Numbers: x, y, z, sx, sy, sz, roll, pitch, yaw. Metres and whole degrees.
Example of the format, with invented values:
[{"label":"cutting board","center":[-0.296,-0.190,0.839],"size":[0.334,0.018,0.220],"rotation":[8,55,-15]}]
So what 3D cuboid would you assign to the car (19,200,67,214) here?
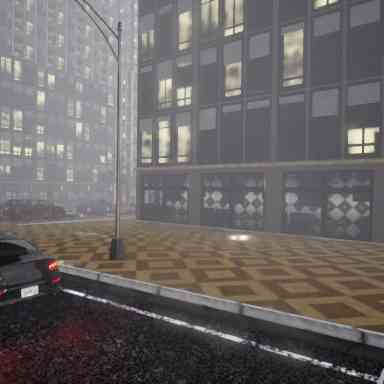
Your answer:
[{"label":"car","center":[-17.226,1.643,38.582],"size":[1.752,1.417,4.829],"rotation":[1,0,36]}]

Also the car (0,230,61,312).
[{"label":"car","center":[-4.630,1.522,6.976],"size":[4.674,1.442,1.812],"rotation":[0,0,35]}]

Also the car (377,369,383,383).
[{"label":"car","center":[3.259,1.353,1.362],"size":[4.553,1.767,2.097],"rotation":[0,0,35]}]

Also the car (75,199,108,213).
[{"label":"car","center":[-12.112,1.709,41.137],"size":[1.837,1.490,4.892],"rotation":[1,0,36]}]

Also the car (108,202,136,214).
[{"label":"car","center":[-6.930,1.830,38.425],"size":[1.752,1.417,4.829],"rotation":[1,0,36]}]

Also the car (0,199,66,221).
[{"label":"car","center":[-13.722,1.520,29.209],"size":[2.192,1.841,5.009],"rotation":[1,0,36]}]
